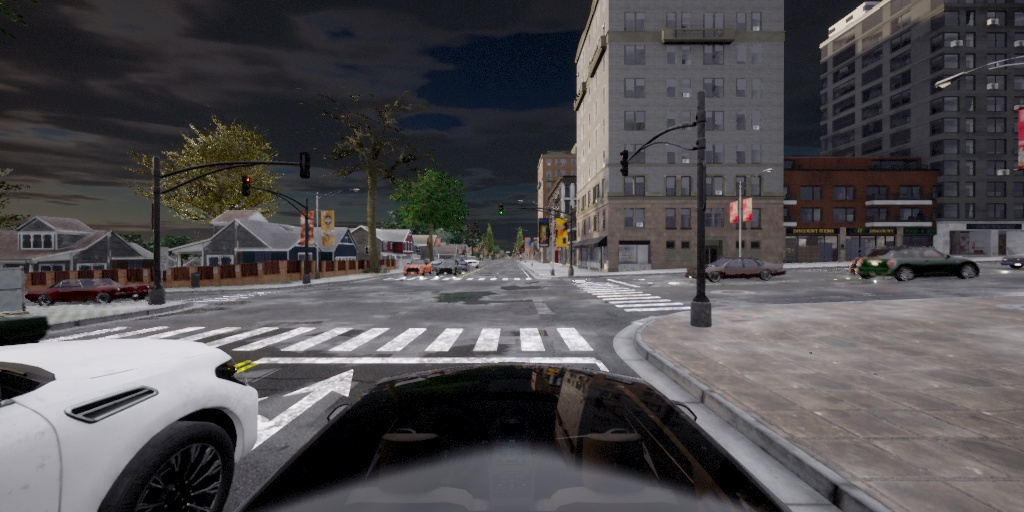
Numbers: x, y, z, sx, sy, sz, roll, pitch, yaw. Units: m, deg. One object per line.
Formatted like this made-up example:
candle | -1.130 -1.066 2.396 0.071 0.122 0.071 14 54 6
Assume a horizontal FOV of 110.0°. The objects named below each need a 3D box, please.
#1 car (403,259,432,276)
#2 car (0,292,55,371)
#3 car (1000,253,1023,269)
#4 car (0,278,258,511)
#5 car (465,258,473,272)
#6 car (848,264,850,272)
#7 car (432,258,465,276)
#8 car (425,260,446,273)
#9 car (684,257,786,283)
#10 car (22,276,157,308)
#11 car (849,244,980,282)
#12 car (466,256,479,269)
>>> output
car | -9.873 1.125 37.805 2.097 1.767 4.553 0 0 0
car | -9.845 1.351 4.628 1.895 1.301 4.718 0 0 0
car | 33.569 0.041 21.922 5.357 1.411 2.033 -2 0 0
car | -3.146 0.972 0.533 2.150 2.045 5.566 0 0 0
car | -6.630 1.351 46.364 1.994 1.385 4.181 0 0 0
car | 23.429 0.221 21.891 4.553 1.767 2.097 -2 0 0
car | -6.612 1.125 37.745 2.097 1.767 4.553 0 0 0
car | -9.874 1.313 46.542 1.812 1.442 4.674 0 0 0
car | 13.510 0.795 21.860 5.357 1.411 2.033 -2 0 0
car | -21.636 1.809 18.509 4.718 1.301 1.895 -2 0 0
car | 20.824 0.329 18.486 4.553 1.767 2.097 -2 0 0
car | -6.647 1.043 58.864 2.150 2.045 5.566 0 0 -1
